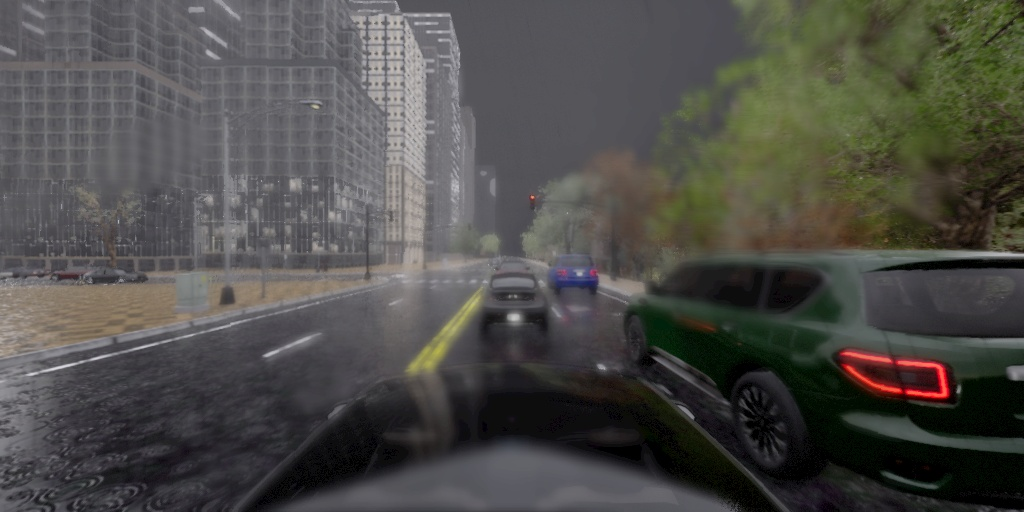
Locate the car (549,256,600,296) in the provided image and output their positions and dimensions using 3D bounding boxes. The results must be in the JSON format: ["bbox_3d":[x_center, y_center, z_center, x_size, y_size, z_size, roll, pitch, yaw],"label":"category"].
[{"bbox_3d":[3.312,1.000,19.842,2.150,2.045,5.566,0,0,1],"label":"car"}]

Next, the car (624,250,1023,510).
[{"bbox_3d":[3.330,0.974,4.862,2.150,2.045,5.566,0,0,-1],"label":"car"}]

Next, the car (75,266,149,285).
[{"bbox_3d":[-36.868,1.903,33.393,4.892,1.490,1.837,-1,0,0],"label":"car"}]

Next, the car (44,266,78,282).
[{"bbox_3d":[-48.419,1.886,40.084,4.553,1.767,2.097,-1,0,1],"label":"car"}]

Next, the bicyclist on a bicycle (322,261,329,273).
[{"bbox_3d":[-24.655,1.408,47.425,0.582,1.620,1.656,-1,1,0],"label":"bicyclist on a bicycle"}]

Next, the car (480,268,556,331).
[{"bbox_3d":[0.088,1.269,11.046,1.837,1.490,4.892,0,0,0],"label":"car"}]

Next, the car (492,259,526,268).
[{"bbox_3d":[0.076,1.135,22.003,2.097,1.767,4.553,0,0,0],"label":"car"}]
